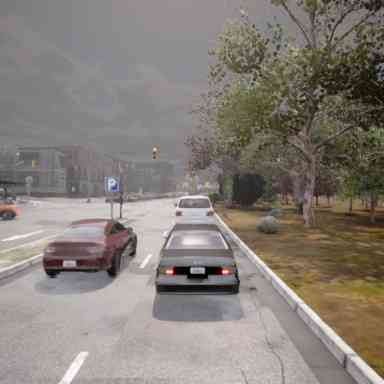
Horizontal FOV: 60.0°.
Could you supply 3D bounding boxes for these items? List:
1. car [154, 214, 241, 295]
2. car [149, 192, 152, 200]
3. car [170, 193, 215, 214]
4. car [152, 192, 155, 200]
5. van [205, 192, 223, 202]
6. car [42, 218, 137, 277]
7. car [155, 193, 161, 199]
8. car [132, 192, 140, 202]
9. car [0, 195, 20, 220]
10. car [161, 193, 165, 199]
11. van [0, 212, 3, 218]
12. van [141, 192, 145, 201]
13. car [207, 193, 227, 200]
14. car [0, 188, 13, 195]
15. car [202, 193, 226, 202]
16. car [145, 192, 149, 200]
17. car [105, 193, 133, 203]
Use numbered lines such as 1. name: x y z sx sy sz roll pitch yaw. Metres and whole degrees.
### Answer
1. car: 0.102 1.555 8.874 2.033 1.411 5.357 0 0 0
2. car: -12.686 1.355 79.797 4.674 1.452 2.002 -1 0 -13
3. car: 0.141 1.245 19.123 2.150 2.045 5.566 0 0 0
4. car: -12.316 1.354 82.799 4.674 1.452 2.002 -1 0 -13
5. van: 4.244 1.039 67.451 4.442 1.987 1.878 1 0 -14
6. car: -2.897 1.536 10.186 1.812 1.442 4.674 0 0 0
7. car: -11.504 1.352 88.782 4.674 1.452 2.002 -1 0 -12
8. car: -13.839 1.312 67.838 5.366 1.575 1.946 -1 0 -15
9. car: -16.642 1.403 27.038 4.553 1.767 2.185 -1 0 -19
10. car: -11.055 1.059 91.788 5.566 2.045 2.435 -1 0 -12
11. van: -16.616 1.296 24.061 4.442 1.987 1.878 -1 0 -19
12. van: -13.283 1.089 73.831 4.442 1.987 1.878 -1 0 -14
13. car: 6.409 1.124 85.122 4.553 1.767 2.185 1 0 -12
14. car: -31.197 0.134 55.704 2.002 1.452 4.674 6 -3 -19
15. car: 4.626 1.138 70.421 4.553 1.767 2.185 1 0 -14
16. car: -13.057 1.317 76.802 4.892 1.521 2.231 -1 0 -14
17. car: -14.482 1.355 64.846 4.792 1.488 2.163 -1 0 -15
